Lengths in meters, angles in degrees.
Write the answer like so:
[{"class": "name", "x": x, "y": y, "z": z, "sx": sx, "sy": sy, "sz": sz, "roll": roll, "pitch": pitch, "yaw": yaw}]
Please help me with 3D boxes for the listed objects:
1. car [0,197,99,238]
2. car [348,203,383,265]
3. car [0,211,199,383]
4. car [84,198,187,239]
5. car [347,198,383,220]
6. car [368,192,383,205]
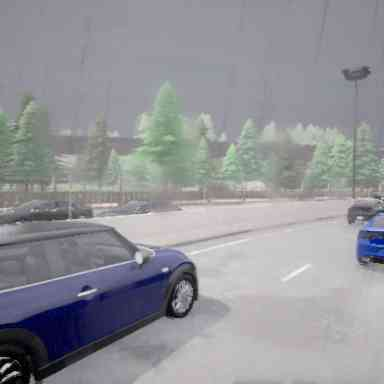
[{"class": "car", "x": -7.054, "y": 1.058, "z": 15.869, "sx": 1.837, "sy": 1.490, "sz": 4.892, "roll": 2, "pitch": 1, "yaw": 38}, {"class": "car", "x": 6.540, "y": 1.336, "z": 10.239, "sx": 1.882, "sy": 1.535, "sz": 5.008, "roll": 2, "pitch": 2, "yaw": 39}, {"class": "car", "x": -1.759, "y": 1.214, "z": 4.886, "sx": 2.097, "sy": 1.767, "sz": 4.553, "roll": 2, "pitch": 1, "yaw": 33}, {"class": "car", "x": -2.501, "y": 1.115, "z": 16.035, "sx": 1.837, "sy": 1.490, "sz": 4.892, "roll": 1, "pitch": 1, "yaw": 39}, {"class": "car", "x": 11.187, "y": 1.206, "z": 20.422, "sx": 4.892, "sy": 1.490, "sz": 1.837, "roll": 0, "pitch": 1, "yaw": -45}, {"class": "car", "x": 26.158, "y": 0.857, "z": 44.682, "sx": 5.008, "sy": 1.535, "sz": 1.882, "roll": 0, "pitch": 1, "yaw": -29}]
